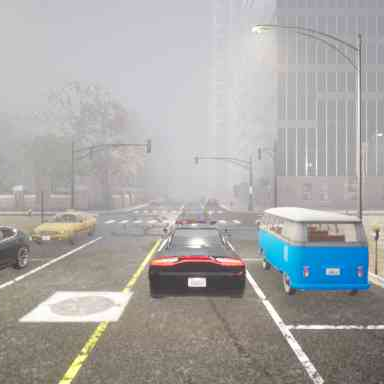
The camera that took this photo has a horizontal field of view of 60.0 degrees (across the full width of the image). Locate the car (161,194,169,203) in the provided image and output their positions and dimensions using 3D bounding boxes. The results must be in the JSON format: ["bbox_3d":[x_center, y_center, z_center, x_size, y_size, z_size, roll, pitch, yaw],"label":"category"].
[{"bbox_3d":[-5.623,1.520,57.904,2.008,1.369,4.403,0,0,0],"label":"car"}]

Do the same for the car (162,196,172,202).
[{"bbox_3d":[-5.603,1.537,74.953,1.802,1.307,4.206,0,0,0],"label":"car"}]

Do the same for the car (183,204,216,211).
[{"bbox_3d":[0.119,1.555,17.556,1.994,1.385,4.181,0,0,0],"label":"car"}]

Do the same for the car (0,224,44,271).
[{"bbox_3d":[-5.761,1.562,8.417,1.947,1.339,4.313,0,0,0],"label":"car"}]

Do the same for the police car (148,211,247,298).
[{"bbox_3d":[0.106,1.501,8.593,2.038,1.542,4.974,0,0,0],"label":"police car"}]

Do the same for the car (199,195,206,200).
[{"bbox_3d":[2.799,1.452,92.156,1.752,1.417,4.829,0,0,0],"label":"car"}]

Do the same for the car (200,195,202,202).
[{"bbox_3d":[2.752,1.538,52.214,1.947,1.339,4.313,0,0,0],"label":"car"}]

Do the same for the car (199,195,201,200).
[{"bbox_3d":[2.778,1.521,74.939,1.947,1.339,4.313,0,0,0],"label":"car"}]

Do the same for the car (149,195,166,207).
[{"bbox_3d":[-5.629,1.517,52.222,1.887,1.381,4.507,0,0,0],"label":"car"}]

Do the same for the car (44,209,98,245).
[{"bbox_3d":[-5.801,1.518,15.651,1.752,1.417,4.829,0,0,0],"label":"car"}]

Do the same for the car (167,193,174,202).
[{"bbox_3d":[-5.608,1.276,69.271,2.192,1.841,5.009,0,0,0],"label":"car"}]

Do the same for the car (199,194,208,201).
[{"bbox_3d":[2.786,1.388,80.620,1.967,1.590,4.097,0,0,0],"label":"car"}]

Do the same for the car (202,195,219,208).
[{"bbox_3d":[2.746,1.416,46.534,1.967,1.590,4.097,0,0,0],"label":"car"}]

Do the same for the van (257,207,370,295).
[{"bbox_3d":[2.783,1.337,8.408,1.690,1.788,3.998,0,0,0],"label":"van"}]
